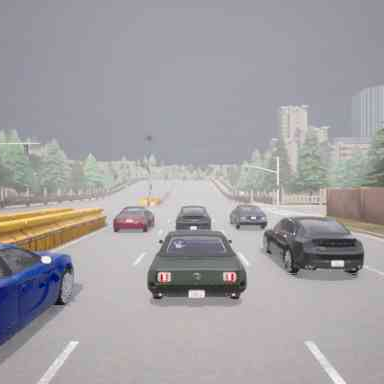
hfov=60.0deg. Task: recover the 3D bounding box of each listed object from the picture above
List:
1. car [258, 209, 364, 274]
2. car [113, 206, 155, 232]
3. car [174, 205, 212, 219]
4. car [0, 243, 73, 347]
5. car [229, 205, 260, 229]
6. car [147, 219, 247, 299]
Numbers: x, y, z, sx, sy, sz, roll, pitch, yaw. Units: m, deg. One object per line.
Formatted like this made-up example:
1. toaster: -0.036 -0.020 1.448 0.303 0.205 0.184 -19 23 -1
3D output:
1. car: 3.581 1.505 10.584 1.837 1.490 4.892 0 0 0
2. car: -3.430 1.562 20.224 1.994 1.385 4.181 0 0 0
3. car: 0.072 1.505 18.625 1.837 1.490 4.892 0 0 0
4. car: -3.407 1.477 5.002 1.882 1.535 5.008 0 0 0
5. car: 3.578 1.547 21.679 2.033 1.411 5.357 0 0 1
6. car: 0.089 1.601 8.388 1.895 1.301 4.718 0 0 0
